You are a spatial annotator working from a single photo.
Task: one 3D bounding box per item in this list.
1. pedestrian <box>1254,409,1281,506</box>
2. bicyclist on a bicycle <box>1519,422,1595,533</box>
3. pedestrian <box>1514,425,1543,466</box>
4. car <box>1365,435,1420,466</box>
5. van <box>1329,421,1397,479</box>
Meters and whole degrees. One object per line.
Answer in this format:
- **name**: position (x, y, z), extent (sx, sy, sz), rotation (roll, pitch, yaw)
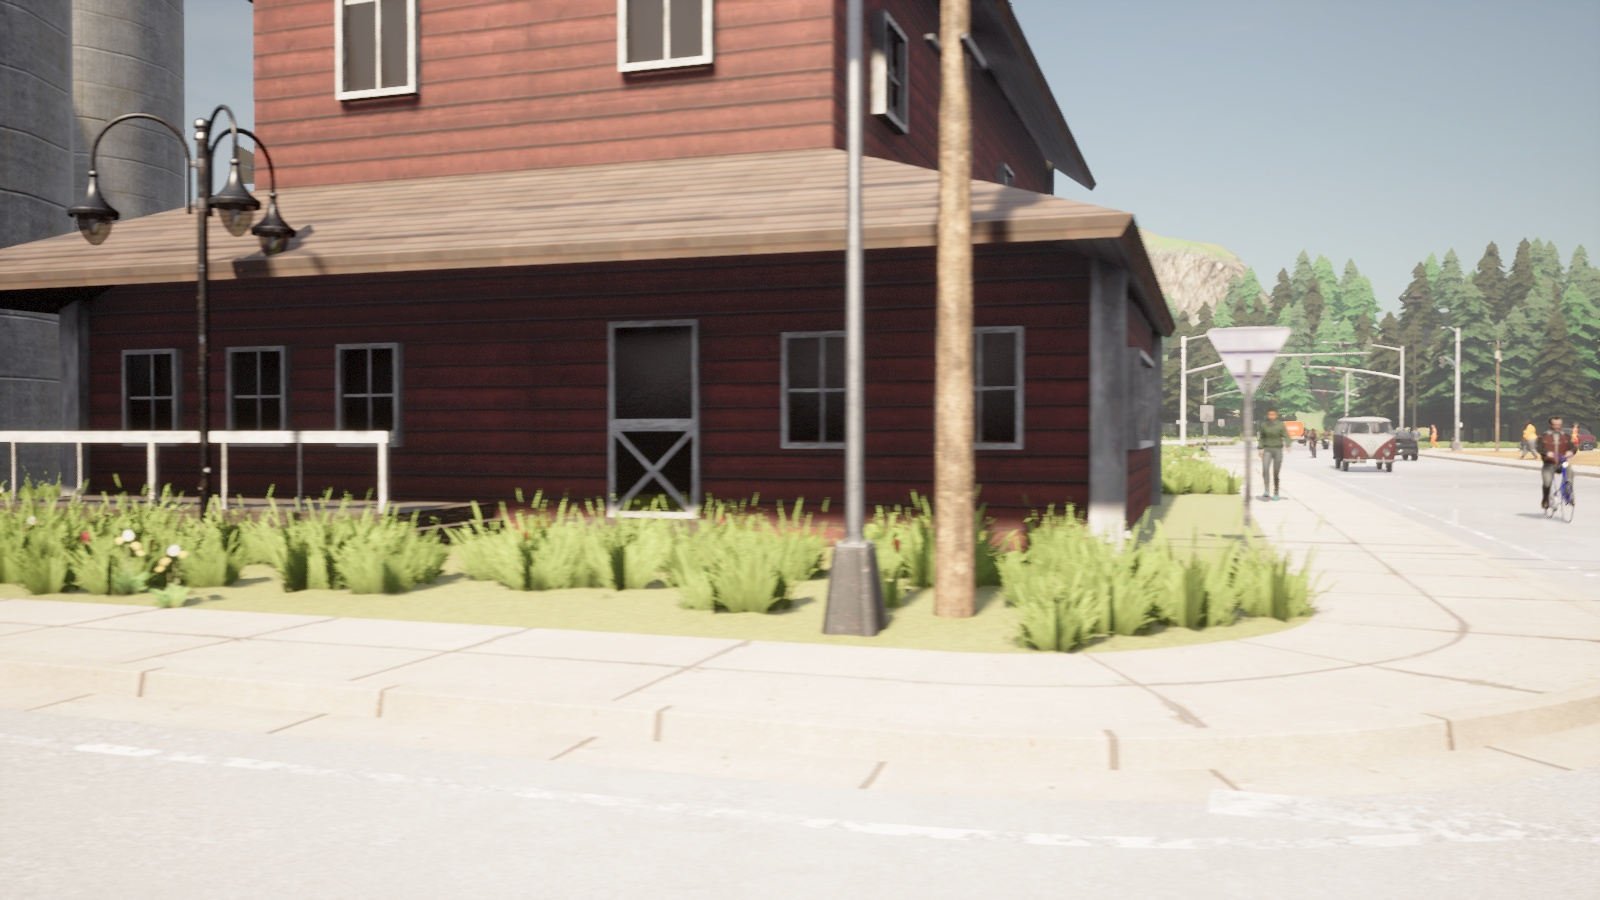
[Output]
- **pedestrian**: position (9.027, 0.143, 24.241), extent (0.353, 1.847, 0.614), rotation (1, 1, 30)
- **bicyclist on a bicycle**: position (12.598, 0.428, 20.953), extent (0.659, 1.776, 1.843), rotation (1, 1, 18)
- **pedestrian**: position (32.988, -0.205, 56.871), extent (0.874, 1.855, 0.900), rotation (0, 1, -42)
- **car**: position (29.837, 0.013, 63.362), extent (1.837, 1.490, 4.892), rotation (1, 1, 17)
- **van**: position (20.738, -0.056, 46.385), extent (1.775, 1.987, 4.442), rotation (1, 2, 18)
